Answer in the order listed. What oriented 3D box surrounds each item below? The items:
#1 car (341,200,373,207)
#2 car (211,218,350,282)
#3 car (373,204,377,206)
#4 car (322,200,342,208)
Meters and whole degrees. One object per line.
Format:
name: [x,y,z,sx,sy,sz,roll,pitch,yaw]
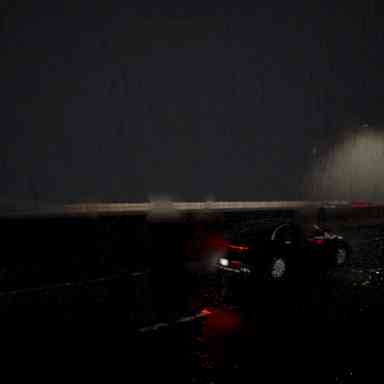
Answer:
car: [20.050,1.821,39.205,4.674,1.442,1.812,1,0,-34]
car: [2.803,1.561,10.010,4.892,1.490,1.837,0,0,-35]
car: [22.233,1.862,36.462,4.181,1.385,1.994,1,0,-34]
car: [18.575,1.794,42.432,4.902,1.511,2.128,1,0,-34]
